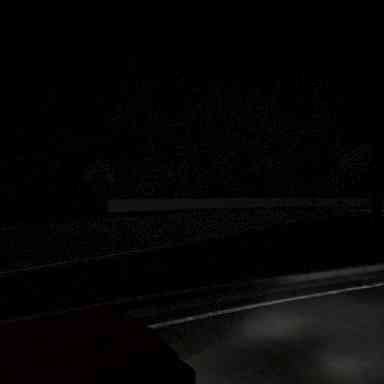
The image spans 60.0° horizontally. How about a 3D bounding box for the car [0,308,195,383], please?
[{"bbox_3d":[-2.222,1.574,2.071,4.718,1.301,1.895,0,0,-36],"label":"car"}]
